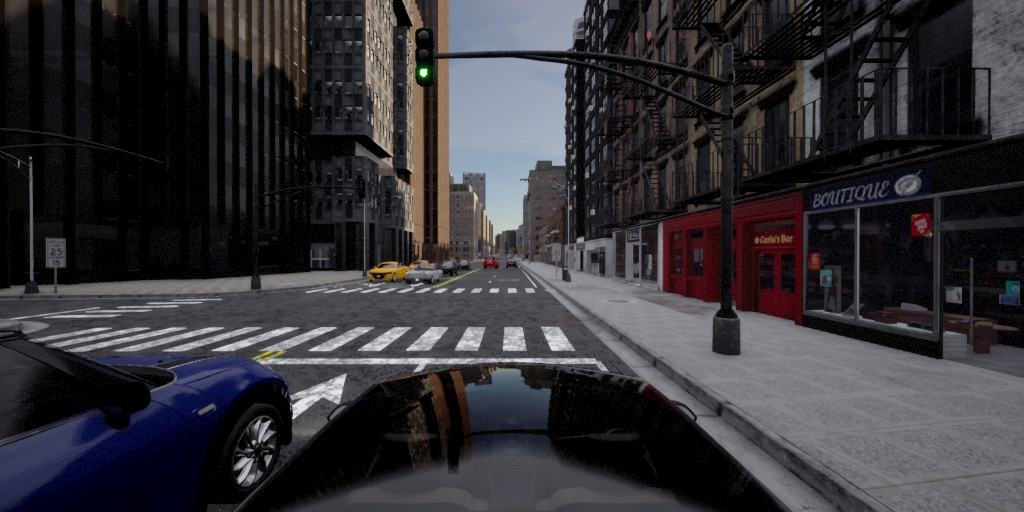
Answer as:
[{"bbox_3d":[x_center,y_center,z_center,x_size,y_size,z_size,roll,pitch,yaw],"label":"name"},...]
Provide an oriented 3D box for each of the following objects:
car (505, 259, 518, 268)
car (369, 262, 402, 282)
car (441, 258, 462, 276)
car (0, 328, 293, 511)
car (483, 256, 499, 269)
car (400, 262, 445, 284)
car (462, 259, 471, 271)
[{"bbox_3d":[-0.080,1.272,61.821,1.837,1.490,4.892,0,0,0],"label":"car"},{"bbox_3d":[-9.927,1.234,29.138,1.882,1.535,5.008,0,0,0],"label":"car"},{"bbox_3d":[-6.703,1.237,36.792,1.882,1.535,5.008,0,0,0],"label":"car"},{"bbox_3d":[-3.146,1.102,1.578,2.097,1.767,4.553,0,0,0],"label":"car"},{"bbox_3d":[-3.418,0.988,58.038,2.150,2.045,5.566,0,0,0],"label":"car"},{"bbox_3d":[-6.674,1.357,27.392,1.895,1.301,4.718,0,0,0],"label":"car"},{"bbox_3d":[-6.729,1.242,48.927,1.882,1.535,5.008,0,0,0],"label":"car"}]
